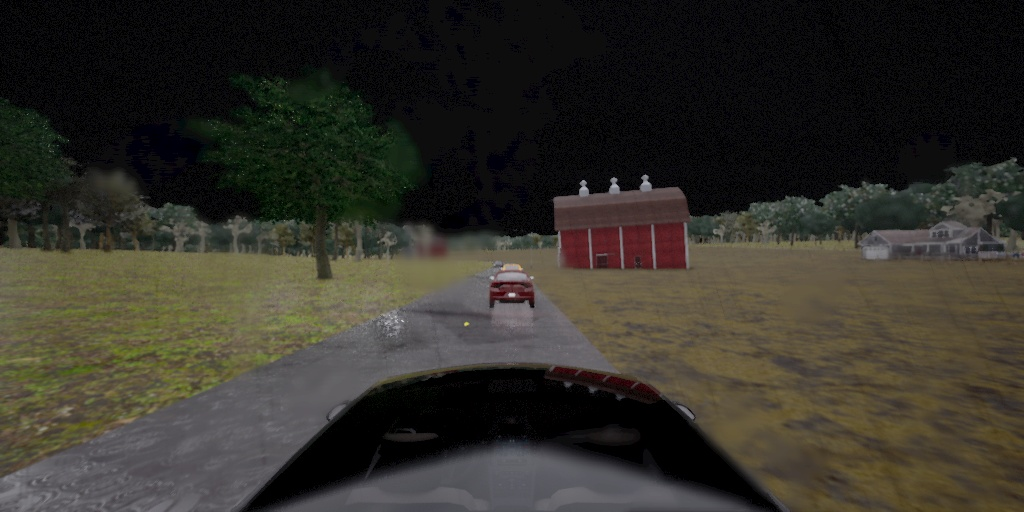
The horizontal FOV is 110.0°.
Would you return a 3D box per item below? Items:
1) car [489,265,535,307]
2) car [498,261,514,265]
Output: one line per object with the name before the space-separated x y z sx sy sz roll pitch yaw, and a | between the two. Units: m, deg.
car | 0.001 1.357 16.338 1.882 1.535 5.008 0 0 0
car | -0.002 1.477 31.335 1.882 1.535 5.008 0 0 0
